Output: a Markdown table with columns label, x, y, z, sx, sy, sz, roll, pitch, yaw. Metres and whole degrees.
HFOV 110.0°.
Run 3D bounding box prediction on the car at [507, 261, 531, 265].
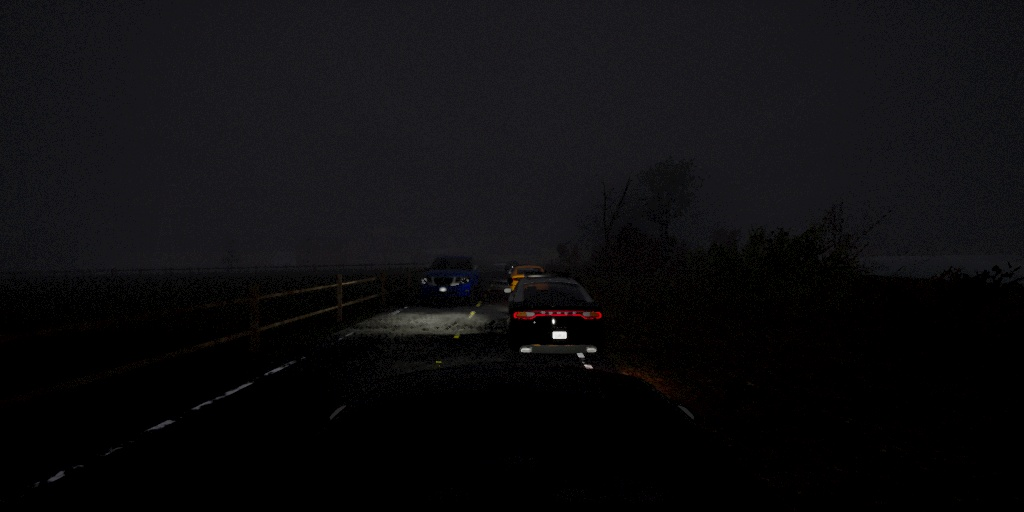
| label | x | y | z | sx | sy | sz | roll | pitch | yaw |
| --- | --- | --- | --- | --- | --- | --- | --- | --- | --- |
| car | 0.841 | 1.228 | 18.715 | 1.882 | 1.535 | 5.008 | 0 | 0 | 0 |

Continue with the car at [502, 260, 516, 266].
| label | x | y | z | sx | sy | sz | roll | pitch | yaw |
| --- | --- | --- | --- | --- | --- | --- | --- | --- | --- |
| car | 0.086 | 1.335 | 46.614 | 1.994 | 1.385 | 4.181 | 0 | 0 | 0 |

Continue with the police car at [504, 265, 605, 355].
| label | x | y | z | sx | sy | sz | roll | pitch | yaw |
| --- | --- | --- | --- | --- | --- | --- | --- | --- | --- |
| police car | 0.832 | 1.174 | 8.825 | 1.930 | 1.638 | 5.238 | 0 | 0 | 0 |

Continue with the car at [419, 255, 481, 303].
| label | x | y | z | sx | sy | sz | roll | pitch | yaw |
| --- | --- | --- | --- | --- | --- | --- | --- | --- | --- |
| car | -2.734 | 0.971 | 16.969 | 2.150 | 2.045 | 5.566 | 0 | 0 | 0 |
